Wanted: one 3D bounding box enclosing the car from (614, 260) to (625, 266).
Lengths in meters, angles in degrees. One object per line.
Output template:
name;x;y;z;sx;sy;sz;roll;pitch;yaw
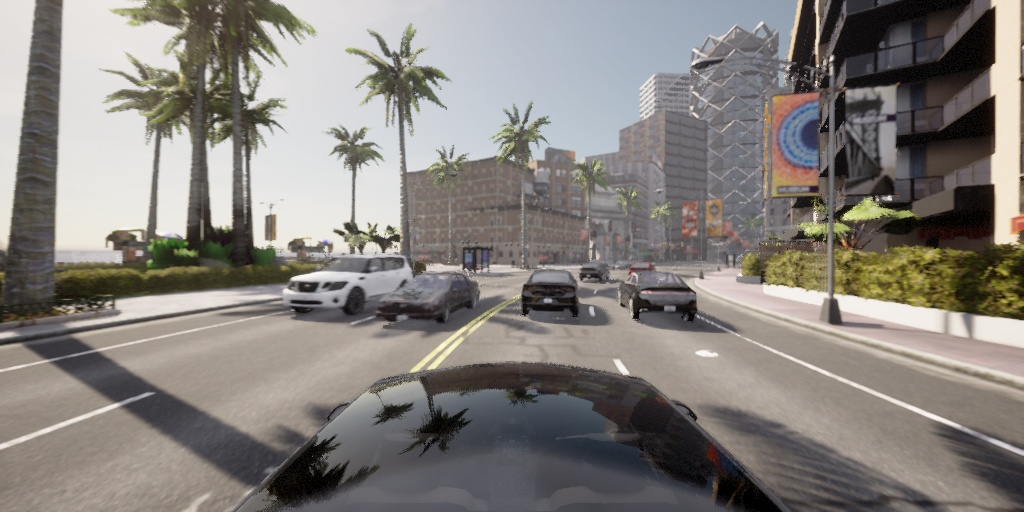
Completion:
car;15.790;1.335;51.274;2.128;1.511;4.902;0;0;35

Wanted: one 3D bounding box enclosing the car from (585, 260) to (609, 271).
car;12.598;1.325;52.806;1.837;1.490;4.892;0;0;35

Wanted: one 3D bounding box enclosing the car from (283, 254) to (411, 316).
car;-5.789;0.924;13.639;2.150;2.045;5.566;0;0;11

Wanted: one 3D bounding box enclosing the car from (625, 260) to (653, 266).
car;11.509;1.298;31.340;1.882;1.535;5.008;0;0;28

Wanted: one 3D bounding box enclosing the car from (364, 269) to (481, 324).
car;-2.516;1.275;12.285;2.033;1.411;5.357;0;0;10

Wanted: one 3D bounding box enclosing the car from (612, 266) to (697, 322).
car;4.884;1.272;12.540;2.128;1.511;4.902;0;0;10

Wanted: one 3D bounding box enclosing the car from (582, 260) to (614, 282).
car;6.954;1.293;29.994;1.837;1.490;4.892;0;0;25

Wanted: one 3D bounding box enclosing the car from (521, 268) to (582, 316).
car;1.535;1.233;13.542;1.882;1.535;5.008;0;0;10
